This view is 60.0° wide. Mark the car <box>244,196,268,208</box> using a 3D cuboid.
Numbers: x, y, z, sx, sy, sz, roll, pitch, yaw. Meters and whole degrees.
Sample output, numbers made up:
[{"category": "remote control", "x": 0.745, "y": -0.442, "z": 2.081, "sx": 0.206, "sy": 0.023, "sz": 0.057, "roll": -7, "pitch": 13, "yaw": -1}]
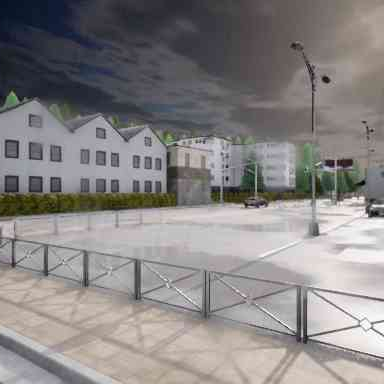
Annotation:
[{"category": "car", "x": 8.445, "y": 1.300, "z": 43.426, "sx": 2.128, "sy": 1.511, "sz": 4.902, "roll": 0, "pitch": 0, "yaw": 33}]

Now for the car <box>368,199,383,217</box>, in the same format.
[{"category": "car", "x": 15.469, "y": 1.298, "z": 26.777, "sx": 2.007, "sy": 1.523, "sz": 4.514, "roll": 0, "pitch": 0, "yaw": 35}]
